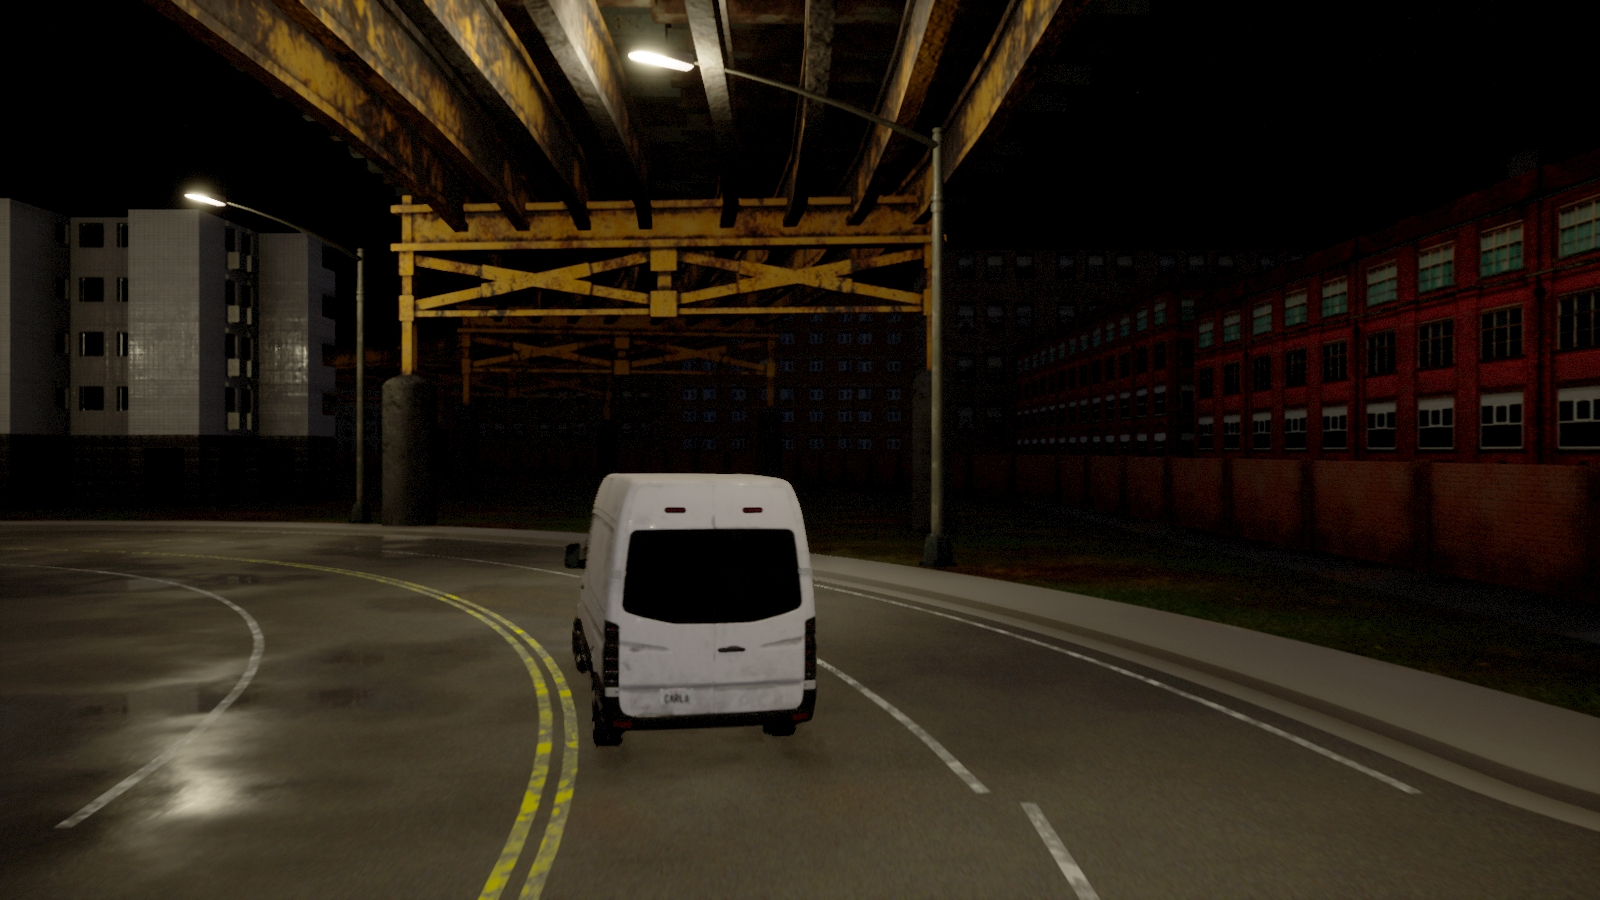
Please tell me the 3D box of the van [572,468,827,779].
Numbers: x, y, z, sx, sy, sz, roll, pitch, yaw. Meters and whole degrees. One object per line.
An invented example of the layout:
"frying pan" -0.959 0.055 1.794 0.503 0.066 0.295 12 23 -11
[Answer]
"van" -1.424 1.533 12.831 1.988 2.561 5.915 1 0 -13
